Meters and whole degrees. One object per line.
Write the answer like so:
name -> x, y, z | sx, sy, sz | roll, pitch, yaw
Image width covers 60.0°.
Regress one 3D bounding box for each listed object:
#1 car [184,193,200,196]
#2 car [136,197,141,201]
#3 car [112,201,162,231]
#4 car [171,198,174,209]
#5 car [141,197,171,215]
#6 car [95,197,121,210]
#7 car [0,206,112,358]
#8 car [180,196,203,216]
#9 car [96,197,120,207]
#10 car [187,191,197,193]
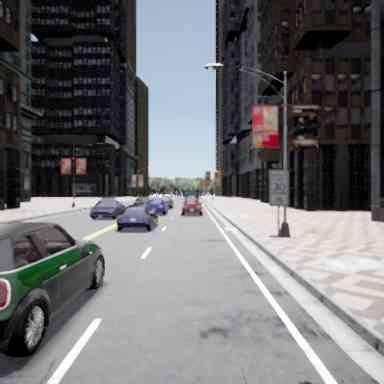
car -> 0.000, 1.231, 40.613 | 1.882, 1.535, 5.008 | 0, 0, 0
car -> -6.500, 1.336, 44.823 | 1.994, 1.385, 4.181 | 0, 0, 0
car -> -3.156, 1.447, 19.907 | 1.994, 1.385, 4.181 | 0, 0, 0
car -> -3.249, 1.298, 41.074 | 2.033, 1.411, 5.357 | 0, 0, 0
car -> -3.250, 1.341, 30.837 | 1.812, 1.442, 4.674 | 0, 0, 0
car -> -9.803, 1.290, 39.101 | 1.812, 1.442, 4.674 | 0, 0, 1
car -> -3.150, 1.318, 6.145 | 2.097, 1.767, 4.553 | 0, 0, 1
car -> 0.000, 1.343, 30.420 | 1.812, 1.442, 4.674 | 0, 0, 0
car -> -6.590, 1.390, 26.681 | 2.033, 1.411, 5.357 | 0, 0, 0
car -> 0.000, 0.911, 50.691 | 2.150, 2.045, 5.566 | 0, 0, 0
